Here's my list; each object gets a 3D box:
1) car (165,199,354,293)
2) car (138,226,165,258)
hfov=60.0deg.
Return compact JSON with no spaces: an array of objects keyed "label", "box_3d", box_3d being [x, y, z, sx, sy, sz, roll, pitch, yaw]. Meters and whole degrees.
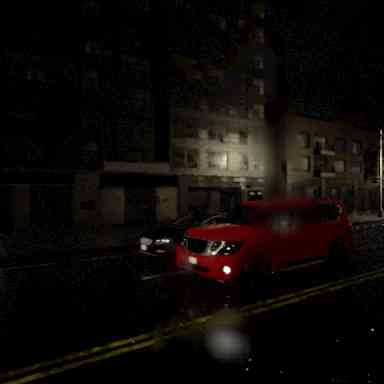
[{"label":"car","box_3d":[2.268,1.227,9.294,5.566,2.045,2.150,0,0,-35]},{"label":"car","box_3d":[0.467,1.497,12.001,4.902,1.511,2.128,0,0,-35]}]
